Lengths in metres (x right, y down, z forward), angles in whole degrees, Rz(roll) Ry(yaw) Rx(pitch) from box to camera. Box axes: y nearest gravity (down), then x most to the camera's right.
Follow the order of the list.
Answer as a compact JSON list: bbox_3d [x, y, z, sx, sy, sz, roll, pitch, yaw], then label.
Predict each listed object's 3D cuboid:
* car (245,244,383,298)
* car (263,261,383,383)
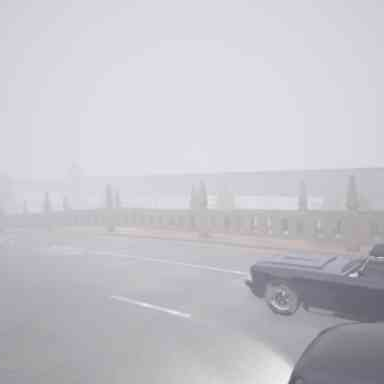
[{"bbox_3d":[3.385,1.604,5.878,4.718,1.301,1.895,0,0,35],"label":"car"},{"bbox_3d":[2.711,1.559,2.059,4.181,1.385,1.994,0,0,35],"label":"car"}]
